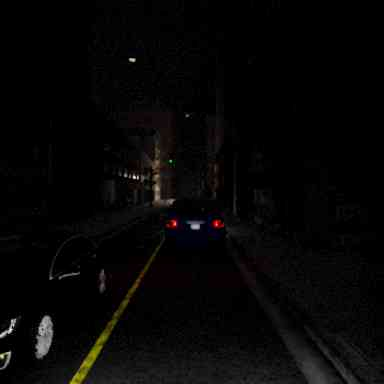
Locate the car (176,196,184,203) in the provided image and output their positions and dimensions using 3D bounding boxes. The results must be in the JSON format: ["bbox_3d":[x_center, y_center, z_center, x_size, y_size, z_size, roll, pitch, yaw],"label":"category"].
[{"bbox_3d":[-2.738,1.732,77.294,1.837,1.490,4.892,0,0,0],"label":"car"}]

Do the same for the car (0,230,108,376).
[{"bbox_3d":[-2.849,1.524,5.871,1.837,1.490,4.892,0,0,0],"label":"car"}]

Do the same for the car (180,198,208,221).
[{"bbox_3d":[0.279,1.447,28.934,2.097,1.767,4.553,0,0,4],"label":"car"}]

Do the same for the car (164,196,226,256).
[{"bbox_3d":[0.092,1.263,13.567,2.150,2.045,5.566,0,-1,-1],"label":"car"}]
